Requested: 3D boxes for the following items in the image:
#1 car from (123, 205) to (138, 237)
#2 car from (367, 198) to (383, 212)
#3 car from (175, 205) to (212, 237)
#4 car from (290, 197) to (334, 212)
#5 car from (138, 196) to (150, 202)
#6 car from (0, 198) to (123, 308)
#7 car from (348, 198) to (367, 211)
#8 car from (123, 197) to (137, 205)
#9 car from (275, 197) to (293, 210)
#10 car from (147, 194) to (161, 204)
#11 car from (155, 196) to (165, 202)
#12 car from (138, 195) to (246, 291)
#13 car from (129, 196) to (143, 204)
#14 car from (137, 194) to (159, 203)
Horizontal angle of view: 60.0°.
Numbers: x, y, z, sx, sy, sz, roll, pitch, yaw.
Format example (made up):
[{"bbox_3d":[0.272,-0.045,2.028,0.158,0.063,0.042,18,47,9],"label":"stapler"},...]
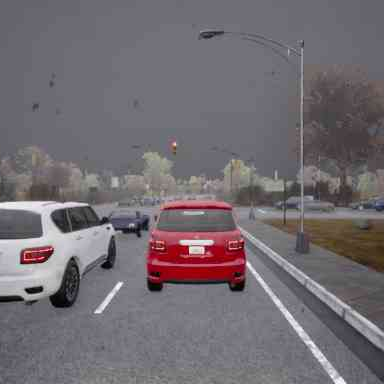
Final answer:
[{"bbox_3d":[-3.415,1.601,17.837,1.895,1.301,4.718,0,0,0],"label":"car"},{"bbox_3d":[23.079,1.212,36.990,5.566,2.045,2.150,0,0,3],"label":"car"},{"bbox_3d":[0.084,1.526,18.824,1.812,1.442,4.674,0,0,0],"label":"car"},{"bbox_3d":[13.743,1.564,37.491,4.181,1.385,1.994,0,0,3],"label":"car"},{"bbox_3d":[-10.567,1.552,73.301,1.994,1.385,4.181,0,0,0],"label":"car"},{"bbox_3d":[-3.407,1.221,8.069,2.150,2.045,5.566,0,0,0],"label":"car"},{"bbox_3d":[21.725,1.499,40.569,4.892,1.490,1.837,0,0,3],"label":"car"},{"bbox_3d":[-10.657,1.601,54.423,1.895,1.301,4.718,0,0,1],"label":"car"},{"bbox_3d":[12.594,1.352,41.060,4.553,1.767,2.097,0,0,3],"label":"car"},{"bbox_3d":[-7.112,1.352,63.249,2.097,1.767,4.553,0,0,0],"label":"car"},{"bbox_3d":[-7.067,1.595,73.497,1.895,1.301,4.718,0,0,0],"label":"car"},{"bbox_3d":[0.090,1.221,9.131,2.150,2.045,5.566,0,0,0],"label":"car"},{"bbox_3d":[-10.603,1.564,63.230,1.994,1.385,4.181,0,0,1],"label":"car"},{"bbox_3d":[-7.124,1.352,54.364,2.097,1.767,4.553,0,0,0],"label":"car"}]
